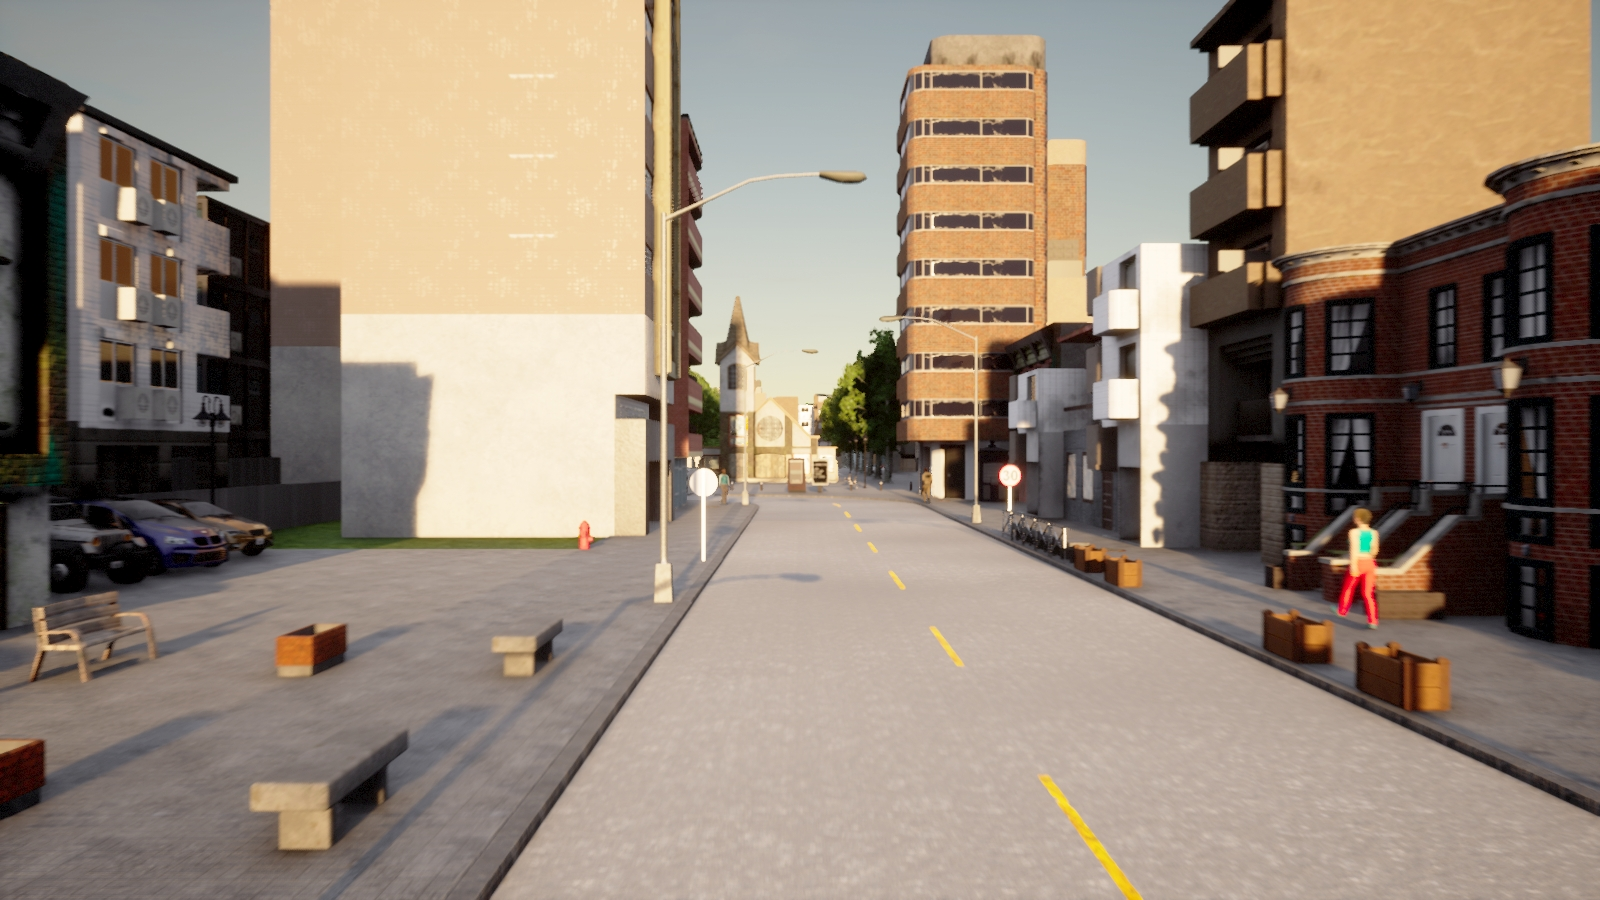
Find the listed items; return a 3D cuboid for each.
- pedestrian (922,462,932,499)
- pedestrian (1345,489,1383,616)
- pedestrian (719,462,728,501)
[{"bbox_3d":[6.340,1.524,57.147,0.375,1.860,0.375,0,0,-11],"label":"pedestrian"},{"bbox_3d":[8.430,1.525,17.093,0.375,1.860,0.375,0,0,-4],"label":"pedestrian"},{"bbox_3d":[-3.704,1.526,55.289,0.375,1.860,0.375,0,0,-22],"label":"pedestrian"}]
